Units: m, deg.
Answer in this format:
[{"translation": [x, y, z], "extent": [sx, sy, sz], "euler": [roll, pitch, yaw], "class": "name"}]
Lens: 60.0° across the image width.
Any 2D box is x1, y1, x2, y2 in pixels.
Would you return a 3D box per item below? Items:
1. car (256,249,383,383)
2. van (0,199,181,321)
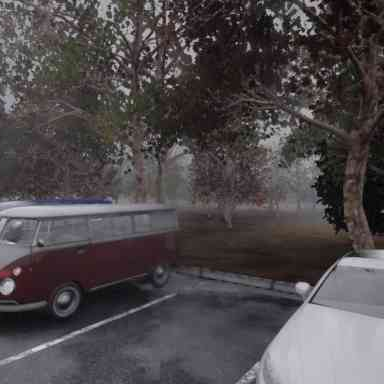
[{"translation": [2.414, 1.520, 4.042], "extent": [2.002, 1.452, 4.674], "euler": [0, 0, 36], "class": "car"}, {"translation": [-2.183, 1.254, 7.188], "extent": [1.878, 1.987, 4.442], "euler": [0, 0, 36], "class": "van"}]
